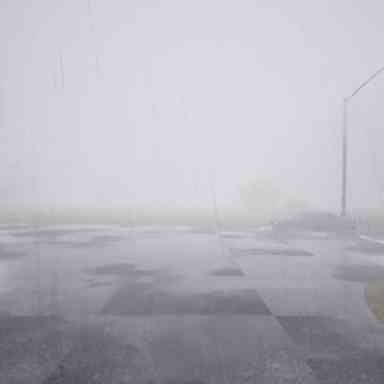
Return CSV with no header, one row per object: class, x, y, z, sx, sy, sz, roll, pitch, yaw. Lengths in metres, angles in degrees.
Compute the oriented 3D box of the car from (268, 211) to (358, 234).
car,7.775,1.929,21.535,5.357,1.411,2.033,1,0,0
